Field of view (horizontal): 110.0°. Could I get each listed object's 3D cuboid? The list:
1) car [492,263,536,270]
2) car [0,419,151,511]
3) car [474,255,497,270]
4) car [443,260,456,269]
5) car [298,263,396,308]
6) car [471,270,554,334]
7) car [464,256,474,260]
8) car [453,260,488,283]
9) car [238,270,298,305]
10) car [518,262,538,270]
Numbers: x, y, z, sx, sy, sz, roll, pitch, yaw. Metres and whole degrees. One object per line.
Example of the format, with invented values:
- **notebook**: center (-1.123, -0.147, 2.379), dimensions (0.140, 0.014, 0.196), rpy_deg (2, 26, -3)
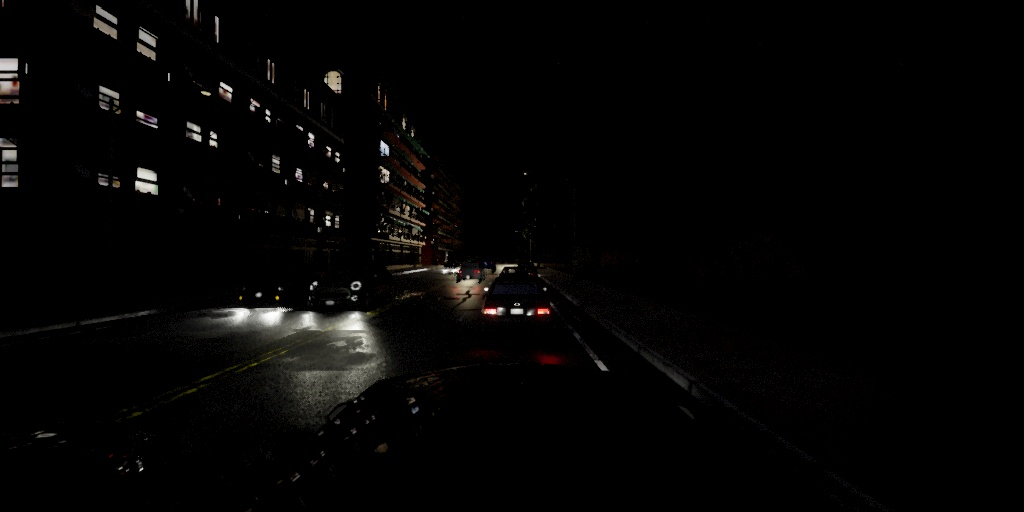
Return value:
- **car**: center (0.113, 1.301, 20.976), dimensions (2.033, 1.411, 5.357), rpy_deg (0, 0, 0)
- **car**: center (-3.153, 1.240, 0.170), dimensions (2.128, 1.511, 4.902), rpy_deg (0, 0, 0)
- **car**: center (-3.111, 0.970, 44.311), dimensions (2.150, 2.045, 5.566), rpy_deg (0, -1, -1)
- **car**: center (-9.794, 1.353, 58.003), dimensions (1.895, 1.301, 4.718), rpy_deg (0, 0, 0)
- **car**: center (-6.590, 1.104, 15.219), dimensions (2.097, 1.767, 4.553), rpy_deg (0, 0, 0)
- **car**: center (0.108, 1.299, 10.614), dimensions (2.033, 1.411, 5.357), rpy_deg (0, 0, 0)
- **car**: center (-6.544, 0.975, 58.509), dimensions (2.150, 2.045, 5.566), rpy_deg (0, 0, 0)
- **car**: center (-3.130, 1.279, 27.825), dimensions (1.812, 1.442, 4.674), rpy_deg (0, 0, 0)
- **car**: center (-9.840, 1.316, 15.918), dimensions (1.994, 1.385, 4.181), rpy_deg (0, 0, 0)
- **car**: center (1.159, 1.259, 30.743), dimensions (1.837, 1.490, 4.892), rpy_deg (0, 0, 0)
